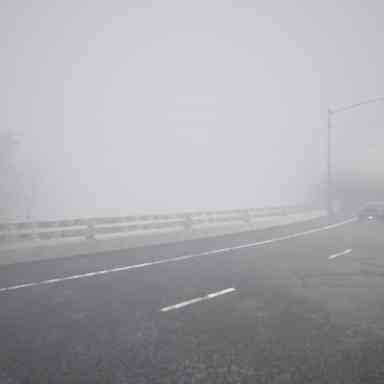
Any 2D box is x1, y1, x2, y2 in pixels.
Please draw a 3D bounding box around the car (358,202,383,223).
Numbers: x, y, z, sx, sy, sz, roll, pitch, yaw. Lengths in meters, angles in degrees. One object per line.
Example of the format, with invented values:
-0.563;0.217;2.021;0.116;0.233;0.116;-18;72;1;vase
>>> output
13.609;1.477;24.647;1.837;1.490;4.892;0;0;36;car
